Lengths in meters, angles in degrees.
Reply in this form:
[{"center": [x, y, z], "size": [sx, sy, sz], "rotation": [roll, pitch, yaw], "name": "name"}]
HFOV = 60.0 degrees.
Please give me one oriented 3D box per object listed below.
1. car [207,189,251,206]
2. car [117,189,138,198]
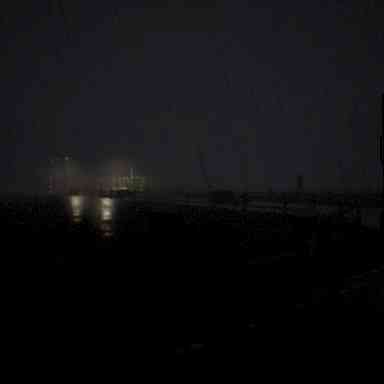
[{"center": [3.566, 0.500, 32.411], "size": [1.882, 1.535, 5.008], "rotation": [-2, 2, -36], "name": "car"}, {"center": [-10.012, 0.176, 51.169], "size": [1.994, 1.385, 4.181], "rotation": [-1, 2, -36], "name": "car"}]
